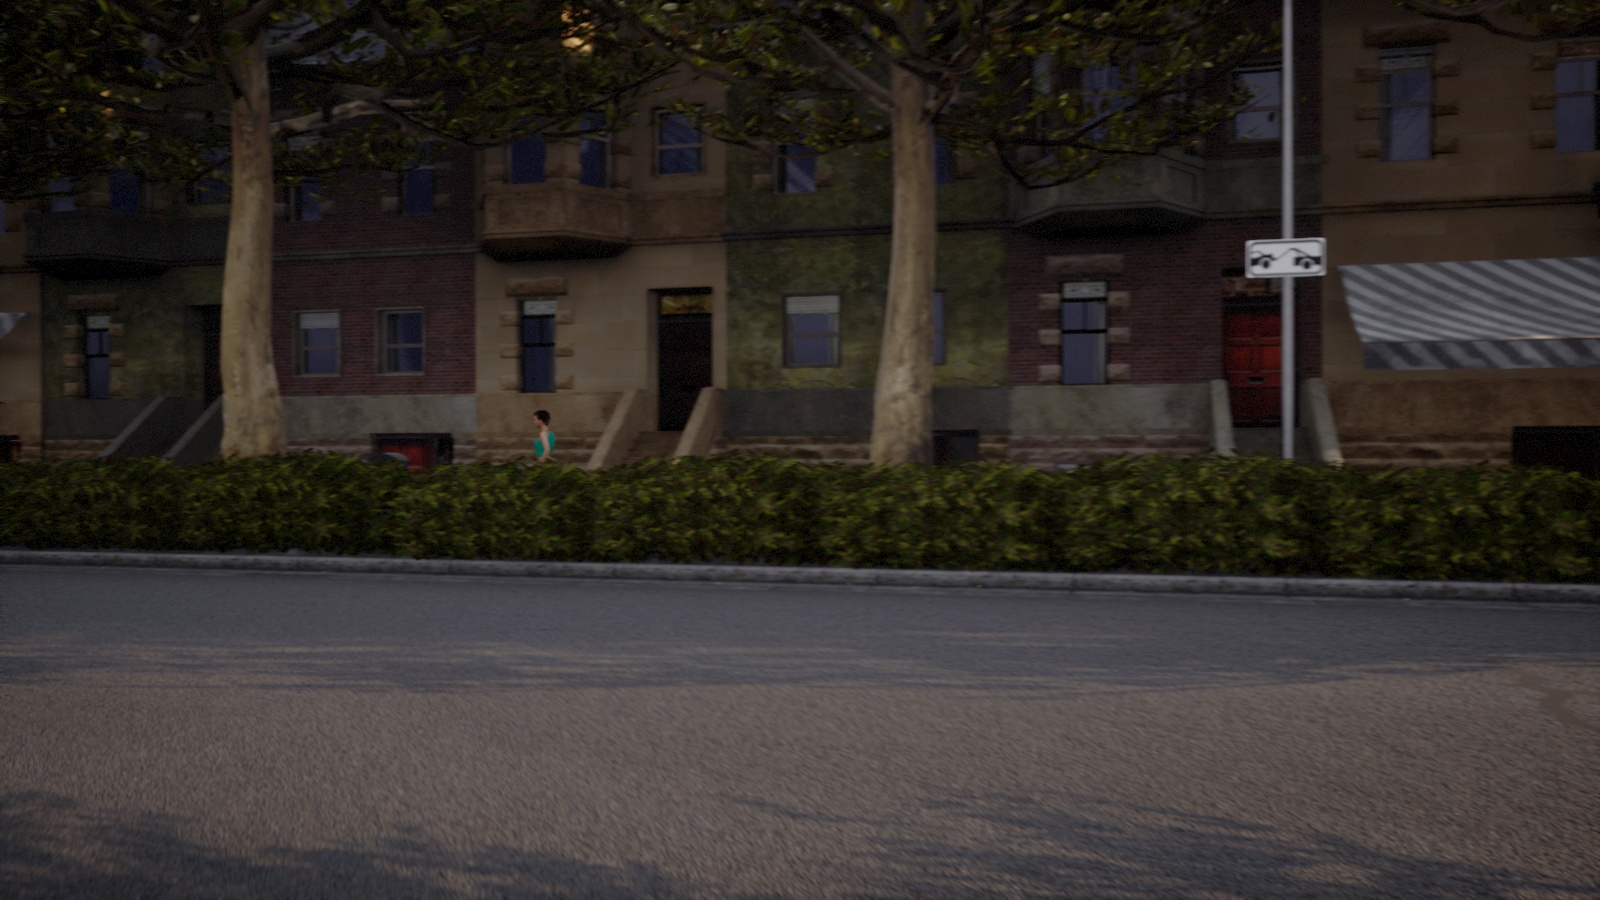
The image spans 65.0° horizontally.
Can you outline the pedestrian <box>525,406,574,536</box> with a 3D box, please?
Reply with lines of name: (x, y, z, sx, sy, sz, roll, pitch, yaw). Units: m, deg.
pedestrian: (-3.589, 0.299, 17.976, 0.594, 1.836, 0.345, 0, 0, 14)
